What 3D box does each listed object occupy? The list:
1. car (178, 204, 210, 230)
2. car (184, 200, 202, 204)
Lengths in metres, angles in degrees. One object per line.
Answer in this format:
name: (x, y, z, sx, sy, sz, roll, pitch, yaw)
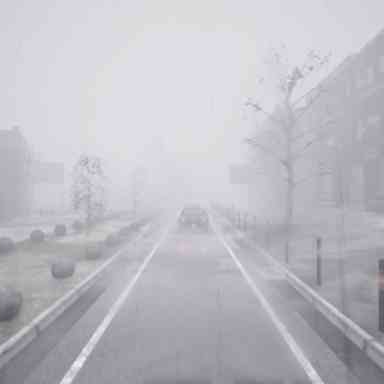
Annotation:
car: (0.091, 1.710, 21.726, 1.895, 1.301, 4.718, 0, 0, 0)
car: (0.083, 1.675, 38.578, 1.882, 1.535, 5.008, 0, 0, 0)
